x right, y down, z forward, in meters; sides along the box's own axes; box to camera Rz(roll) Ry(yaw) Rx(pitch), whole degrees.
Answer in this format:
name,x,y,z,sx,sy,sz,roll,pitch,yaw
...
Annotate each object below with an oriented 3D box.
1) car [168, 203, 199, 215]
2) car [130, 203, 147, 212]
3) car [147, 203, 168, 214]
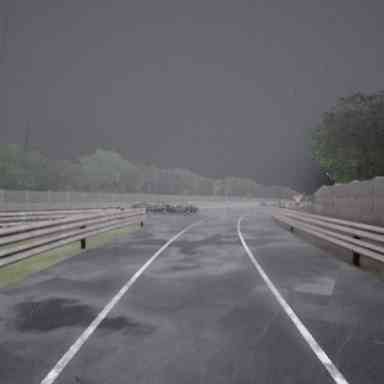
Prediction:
name,x,y,z,sx,sy,sz,roll,pitch,yaw
car,-0.676,2.287,44.903,2.128,1.511,4.902,0,-1,27
car,-6.910,2.347,48.079,1.837,1.490,4.892,0,-2,27
car,-3.793,2.323,46.489,1.837,1.490,4.892,0,-2,27
